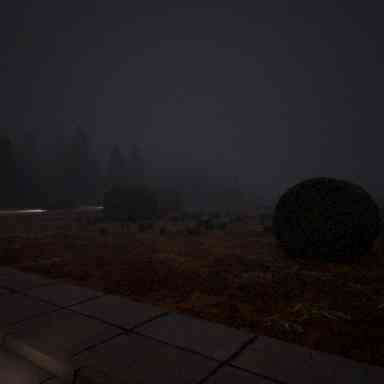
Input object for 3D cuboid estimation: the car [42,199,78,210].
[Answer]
[{"bbox_3d":[-16.759,1.555,42.339,1.994,1.385,4.181,0,0,37],"label":"car"}]
